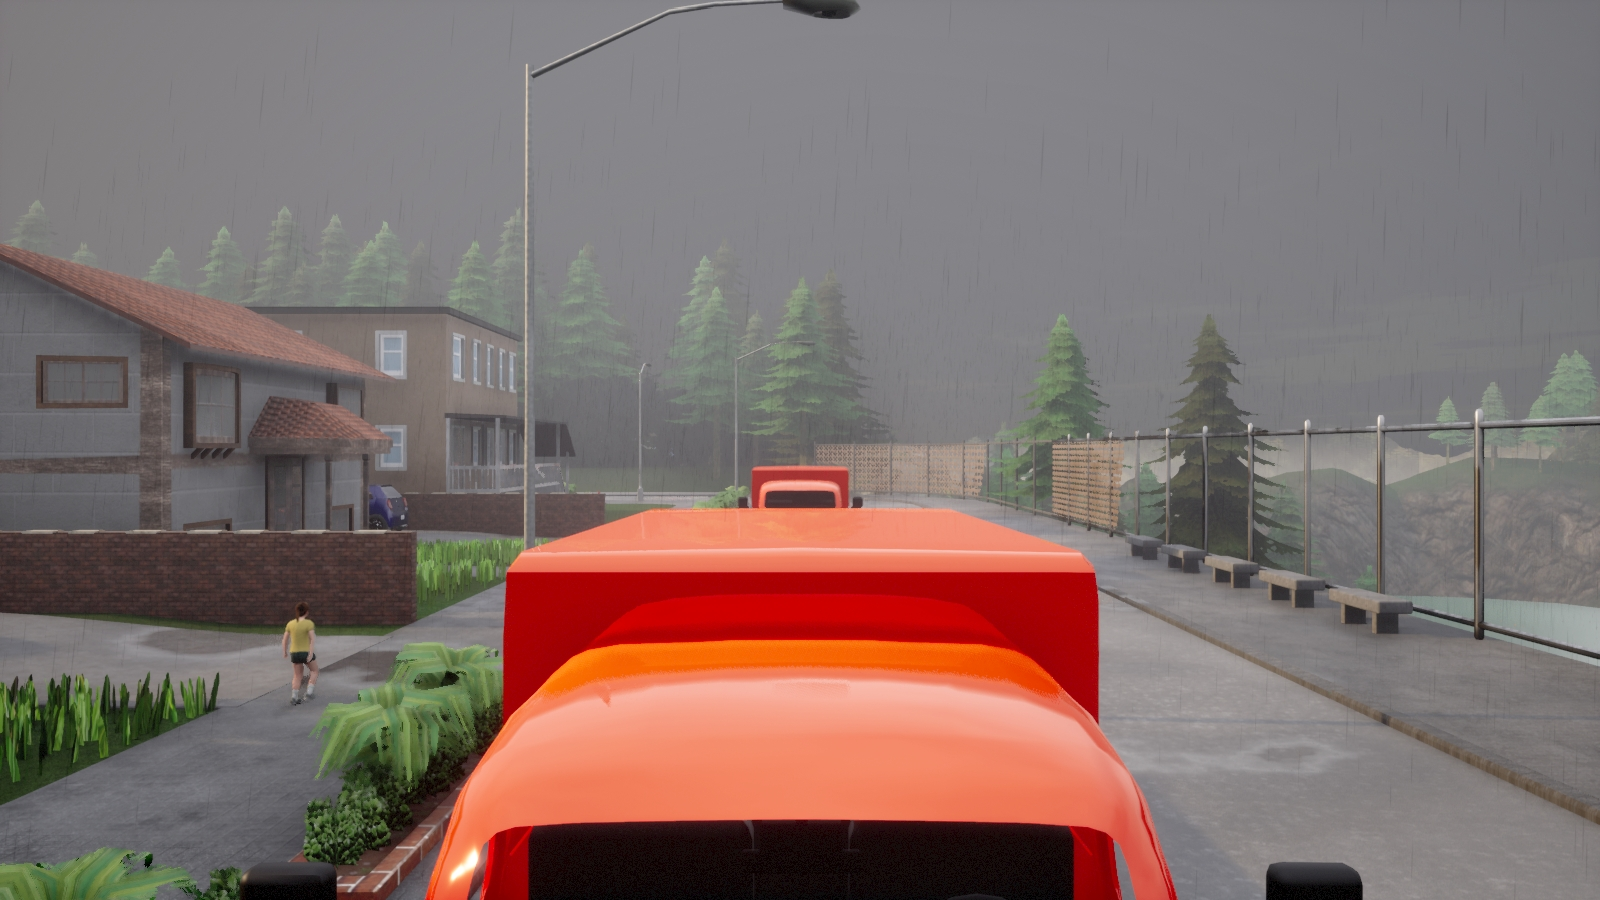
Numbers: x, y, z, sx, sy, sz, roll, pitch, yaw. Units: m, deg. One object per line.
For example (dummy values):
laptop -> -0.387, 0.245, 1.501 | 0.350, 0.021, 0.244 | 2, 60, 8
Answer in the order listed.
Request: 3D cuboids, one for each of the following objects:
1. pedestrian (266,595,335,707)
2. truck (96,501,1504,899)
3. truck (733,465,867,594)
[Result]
pedestrian -> -5.311, 2.132, 12.164 | 0.500, 1.100, 0.500 | 0, 0, 2
truck -> 0.000, 1.569, 4.736 | 2.627, 2.467, 5.204 | 0, 0, 0
truck -> 0.001, 1.584, 24.983 | 2.627, 2.467, 5.204 | 0, 0, 0
